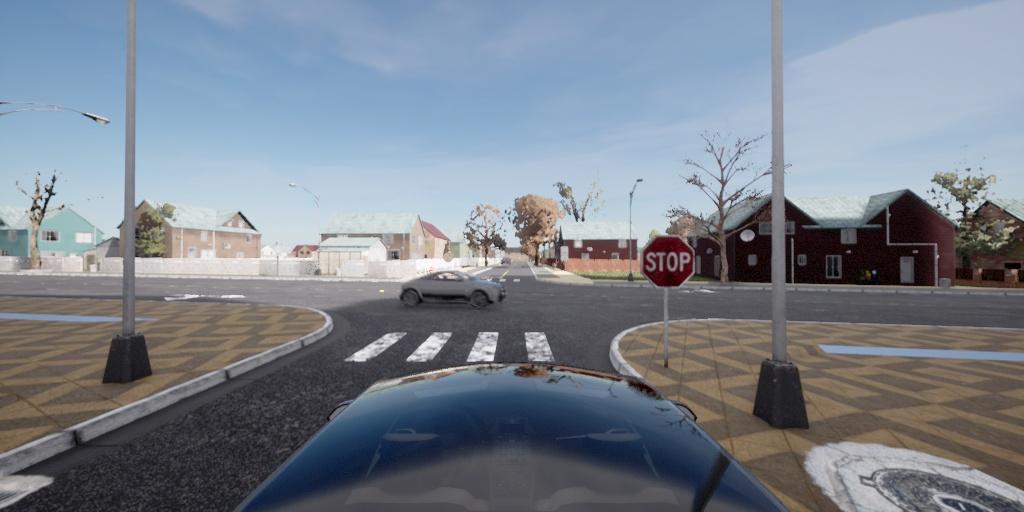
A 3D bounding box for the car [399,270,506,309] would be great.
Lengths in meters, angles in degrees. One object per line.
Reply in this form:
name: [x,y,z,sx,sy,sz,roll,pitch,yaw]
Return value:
car: [-2.353,1.282,14.452,4.181,1.385,1.994,1,0,8]
